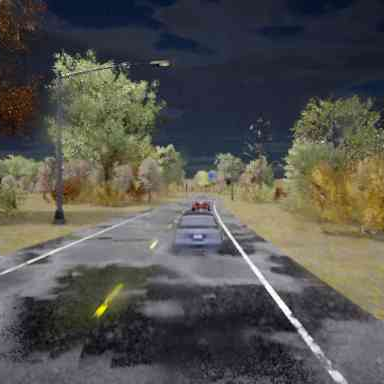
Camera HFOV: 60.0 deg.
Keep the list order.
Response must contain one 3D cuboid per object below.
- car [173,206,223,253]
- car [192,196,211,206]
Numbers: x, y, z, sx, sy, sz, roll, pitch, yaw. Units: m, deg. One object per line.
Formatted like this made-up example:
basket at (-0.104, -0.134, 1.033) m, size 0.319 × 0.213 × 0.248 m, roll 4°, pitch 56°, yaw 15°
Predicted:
car at (0.241, 1.527, 13.590) m, size 2.033 × 1.411 × 5.357 m, roll 0°, pitch 0°, yaw 1°
car at (1.127, 1.282, 39.430) m, size 2.097 × 1.767 × 4.553 m, roll 0°, pitch 0°, yaw 3°
